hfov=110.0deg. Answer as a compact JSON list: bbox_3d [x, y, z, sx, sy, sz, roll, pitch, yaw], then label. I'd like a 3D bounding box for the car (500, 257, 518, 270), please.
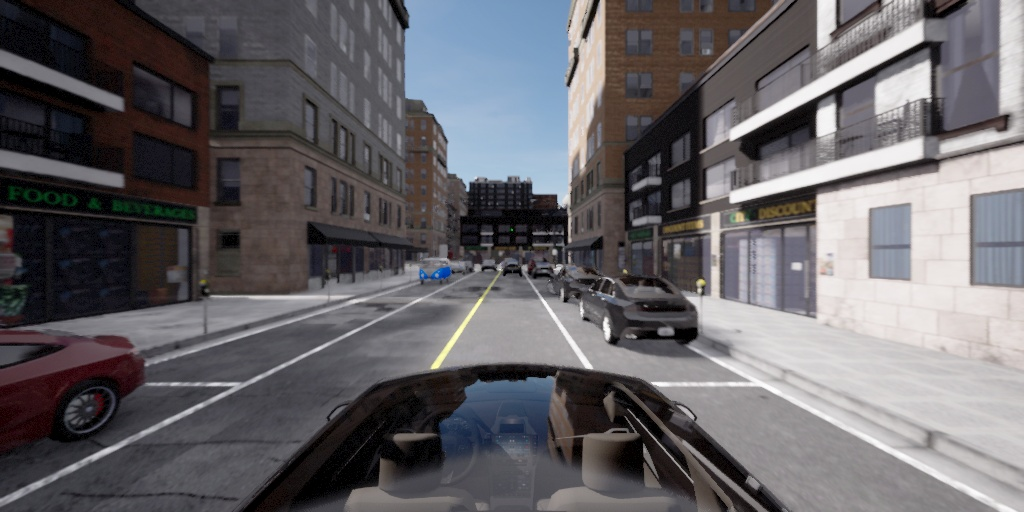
[{"bbox_3d":[-0.468,0.988,49.822,2.097,1.767,4.553,0,0,-6],"label":"car"}]

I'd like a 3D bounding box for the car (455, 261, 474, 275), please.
[{"bbox_3d":[-5.401,1.216,36.722,2.007,1.370,4.403,0,0,0],"label":"car"}]

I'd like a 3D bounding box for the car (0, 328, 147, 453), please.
[{"bbox_3d":[-5.388,1.329,2.751,1.802,1.307,4.207,0,0,0],"label":"car"}]

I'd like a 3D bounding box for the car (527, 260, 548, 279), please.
[{"bbox_3d":[2.626,1.246,31.063,1.948,1.339,4.313,0,0,0],"label":"car"}]

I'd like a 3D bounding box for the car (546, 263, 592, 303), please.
[{"bbox_3d":[2.962,1.220,16.571,1.837,1.490,4.892,0,0,-2],"label":"car"}]

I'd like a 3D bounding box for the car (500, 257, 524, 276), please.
[{"bbox_3d":[0.064,1.175,35.350,1.837,1.490,4.892,0,0,0],"label":"car"}]

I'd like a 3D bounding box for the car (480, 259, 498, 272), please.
[{"bbox_3d":[-2.785,1.155,44.200,1.837,1.490,4.892,0,0,0],"label":"car"}]

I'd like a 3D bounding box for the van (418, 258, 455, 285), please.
[{"bbox_3d":[-5.397,1.033,25.398,1.690,1.789,3.998,0,0,0],"label":"van"}]

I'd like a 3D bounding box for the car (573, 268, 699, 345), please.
[{"bbox_3d":[3.017,1.235,9.449,1.837,1.490,4.892,0,0,0],"label":"car"}]

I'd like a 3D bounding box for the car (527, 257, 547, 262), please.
[{"bbox_3d":[2.624,0.981,36.725,2.192,1.841,5.009,0,0,0],"label":"car"}]
